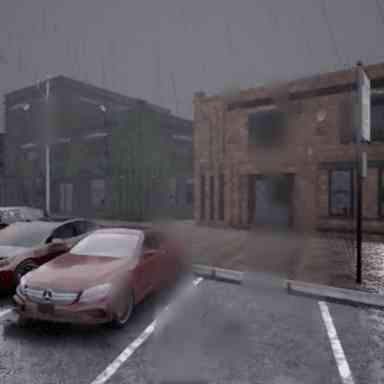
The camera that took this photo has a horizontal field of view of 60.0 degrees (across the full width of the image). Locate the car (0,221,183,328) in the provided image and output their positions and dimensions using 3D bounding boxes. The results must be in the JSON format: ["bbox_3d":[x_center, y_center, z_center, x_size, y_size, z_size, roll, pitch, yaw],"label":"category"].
[{"bbox_3d":[-1.540,1.491,7.192,2.002,1.452,4.674,1,0,16],"label":"car"}]

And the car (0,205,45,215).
[{"bbox_3d":[-6.408,1.287,10.718,2.185,1.767,4.553,1,0,16],"label":"car"}]

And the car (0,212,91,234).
[{"bbox_3d":[-3.990,1.460,8.910,2.163,1.488,4.792,1,0,16],"label":"car"}]
